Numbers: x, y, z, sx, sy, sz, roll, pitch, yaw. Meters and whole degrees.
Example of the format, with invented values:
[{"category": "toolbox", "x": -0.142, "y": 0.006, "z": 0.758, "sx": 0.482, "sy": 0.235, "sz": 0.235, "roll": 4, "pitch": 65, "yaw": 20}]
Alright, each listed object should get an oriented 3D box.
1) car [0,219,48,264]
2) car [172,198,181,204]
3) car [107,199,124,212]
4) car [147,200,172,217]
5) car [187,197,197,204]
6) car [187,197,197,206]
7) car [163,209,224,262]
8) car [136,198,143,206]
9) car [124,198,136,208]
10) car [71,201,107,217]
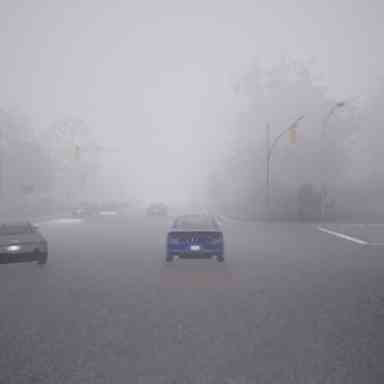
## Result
[{"category": "car", "x": -6.249, "y": 1.620, "z": 11.443, "sx": 1.994, "sy": 1.385, "sz": 4.181, "roll": 0, "pitch": 0, "yaw": -31}, {"category": "car", "x": -3.505, "y": 1.913, "z": 73.596, "sx": 1.994, "sy": 1.385, "sz": 4.181, "roll": 0, "pitch": 0, "yaw": 0}, {"category": "car", "x": -10.529, "y": 1.774, "z": 42.890, "sx": 1.994, "sy": 1.385, "sz": 4.181, "roll": 0, "pitch": 0, "yaw": 2}, {"category": "car", "x": -3.402, "y": 1.728, "z": 33.583, "sx": 1.994, "sy": 1.385, "sz": 4.181, "roll": 0, "pitch": 0, "yaw": 0}, {"category": "car", "x": -0.005, "y": 1.785, "z": 74.115, "sx": 2.033, "sy": 1.411, "sz": 5.357, "roll": 0, "pitch": 0, "yaw": 0}, {"category": "car", "x": -0.004, "y": 1.859, "z": 63.695, "sx": 2.033, "sy": 1.411, "sz": 5.357, "roll": 0, "pitch": 0, "yaw": 0}, {"category": "car", "x": 0.098, "y": 1.539, "z": 12.459, "sx": 1.882, "sy": 1.535, "sz": 5.008, "roll": 0, "pitch": 0, "yaw": 0}, {"category": "car", "x": -10.504, "y": 1.870, "z": 62.520, "sx": 1.994, "sy": 1.385, "sz": 4.181, "roll": 0, "pitch": 0, "yaw": 0}, {"category": "car", "x": -10.504, "y": 1.782, "z": 52.494, "sx": 1.812, "sy": 1.442, "sz": 4.674, "roll": 0, "pitch": 0, "yaw": 0}, {"category": "car", "x": -10.588, "y": 1.656, "z": 33.539, "sx": 2.128, "sy": 1.511, "sz": 4.902, "roll": 0, "pitch": 0, "yaw": 0}]
